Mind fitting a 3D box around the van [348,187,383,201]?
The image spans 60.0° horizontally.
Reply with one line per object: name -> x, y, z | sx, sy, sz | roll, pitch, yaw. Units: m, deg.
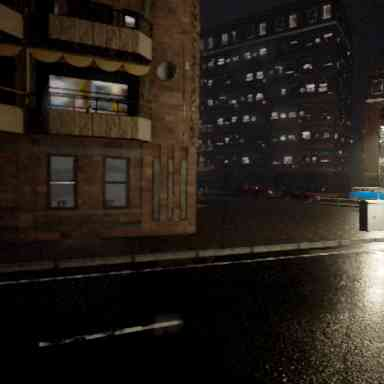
van -> 21.644, 0.290, 41.106 | 3.998, 1.788, 1.690 | 3, 2, 34

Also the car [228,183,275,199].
car -> 7.538, -0.116, 40.585 | 5.009, 1.841, 2.192 | 3, 2, 34

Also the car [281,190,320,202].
car -> 12.176, 0.410, 37.420 | 4.206, 1.307, 1.802 | 3, 2, 34

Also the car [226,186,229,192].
car -> 7.700, -0.514, 50.616 | 5.009, 1.841, 2.192 | 3, 2, 34
